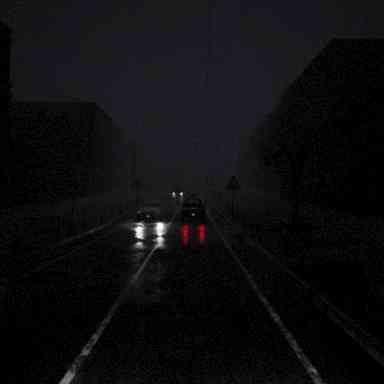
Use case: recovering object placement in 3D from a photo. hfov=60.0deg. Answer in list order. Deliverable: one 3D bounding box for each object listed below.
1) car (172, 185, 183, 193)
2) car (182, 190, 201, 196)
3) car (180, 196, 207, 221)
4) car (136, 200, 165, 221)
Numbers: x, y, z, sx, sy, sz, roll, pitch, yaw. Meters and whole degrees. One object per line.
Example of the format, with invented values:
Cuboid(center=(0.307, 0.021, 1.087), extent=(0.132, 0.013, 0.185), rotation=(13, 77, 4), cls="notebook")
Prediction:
Cuboid(center=(-2.822, -0.674, 67.009), extent=(1.837, 1.490, 4.892), rotation=(0, 3, 1), cls="car")
Cuboid(center=(0.114, 0.692, 42.770), extent=(2.128, 1.511, 4.902), rotation=(0, 3, 0), cls="car")
Cuboid(center=(0.107, 1.324, 25.833), extent=(2.128, 1.511, 4.902), rotation=(0, 1, 0), cls="car")
Cuboid(center=(-3.080, 1.358, 25.581), extent=(1.812, 1.442, 4.674), rotation=(1, 2, 0), cls="car")
